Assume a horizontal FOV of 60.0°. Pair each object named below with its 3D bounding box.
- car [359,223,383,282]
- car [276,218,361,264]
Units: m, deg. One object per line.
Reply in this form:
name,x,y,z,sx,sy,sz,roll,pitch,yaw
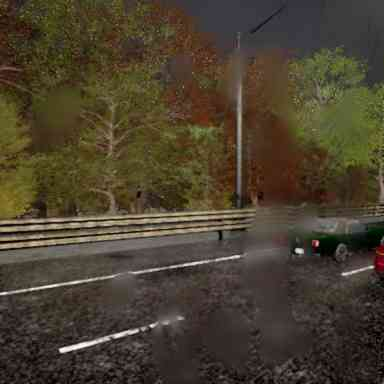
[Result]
car,6.347,1.508,8.334,4.674,1.442,1.812,0,0,-36
car,5.224,1.582,11.858,4.718,1.301,1.895,0,0,-36
